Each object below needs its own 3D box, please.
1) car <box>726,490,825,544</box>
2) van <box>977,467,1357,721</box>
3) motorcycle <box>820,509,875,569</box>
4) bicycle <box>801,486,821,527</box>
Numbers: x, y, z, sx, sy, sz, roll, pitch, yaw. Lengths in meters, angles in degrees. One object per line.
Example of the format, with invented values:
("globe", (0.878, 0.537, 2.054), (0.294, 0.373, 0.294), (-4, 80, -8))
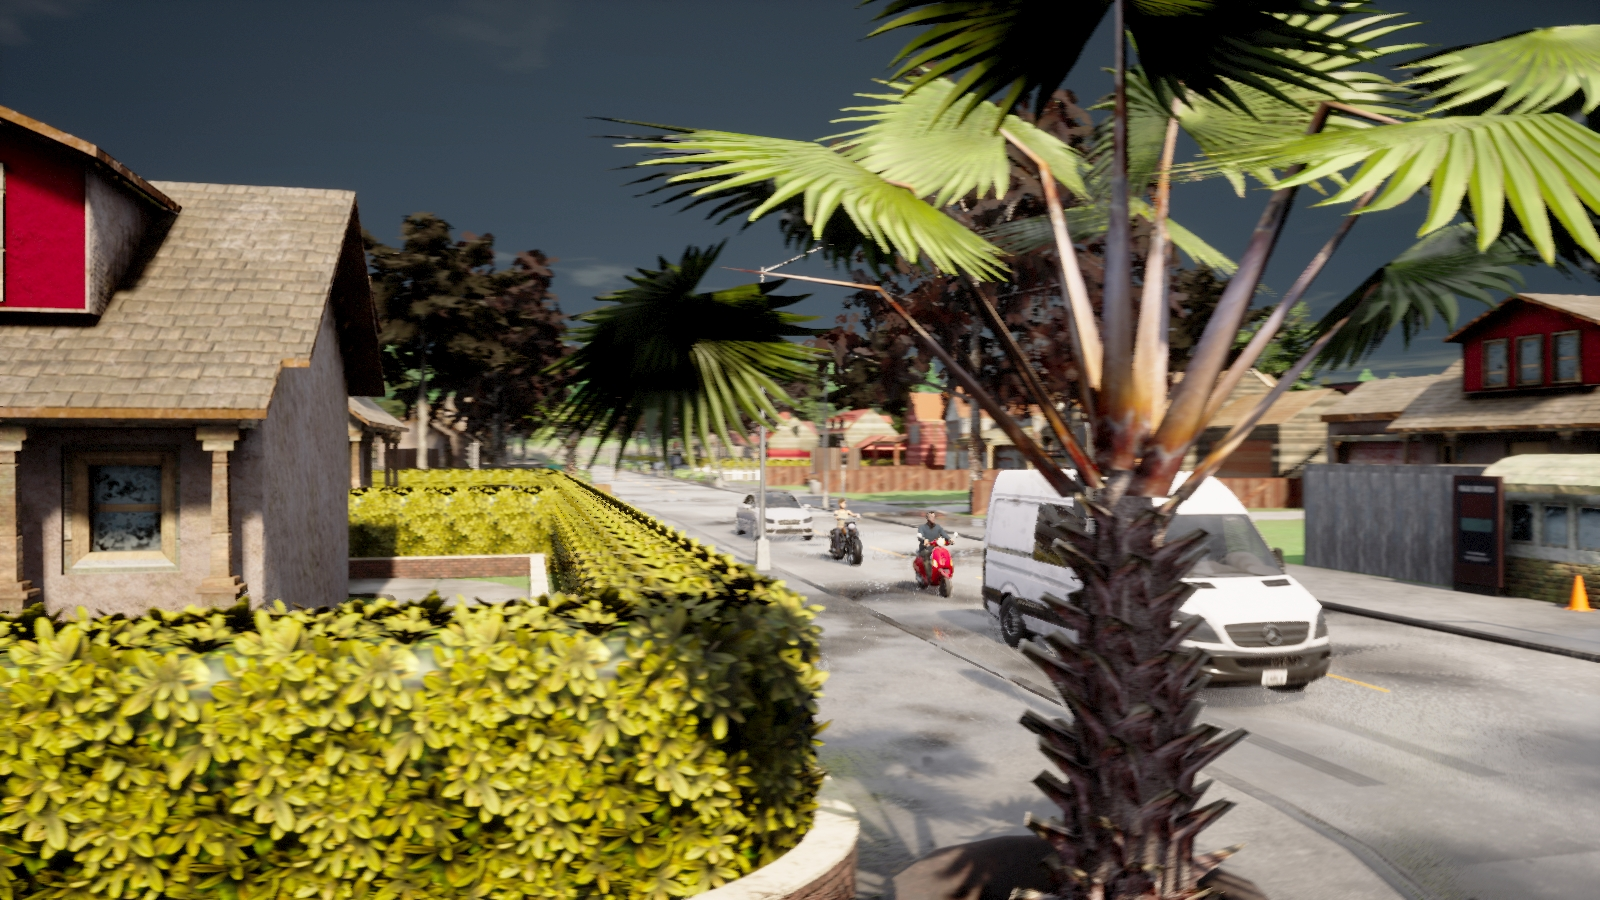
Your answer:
("car", (-0.878, 2.114, 37.043), (2.231, 1.480, 4.892), (0, 0, -13))
("van", (4.391, 1.554, 15.043), (1.988, 2.561, 5.915), (0, 0, -13))
("motorcycle", (1.153, 2.195, 28.550), (0.764, 1.307, 2.356), (0, 0, -13))
("bicycle", (0.418, 2.120, 43.102), (0.329, 1.471, 1.835), (0, 0, -13))
